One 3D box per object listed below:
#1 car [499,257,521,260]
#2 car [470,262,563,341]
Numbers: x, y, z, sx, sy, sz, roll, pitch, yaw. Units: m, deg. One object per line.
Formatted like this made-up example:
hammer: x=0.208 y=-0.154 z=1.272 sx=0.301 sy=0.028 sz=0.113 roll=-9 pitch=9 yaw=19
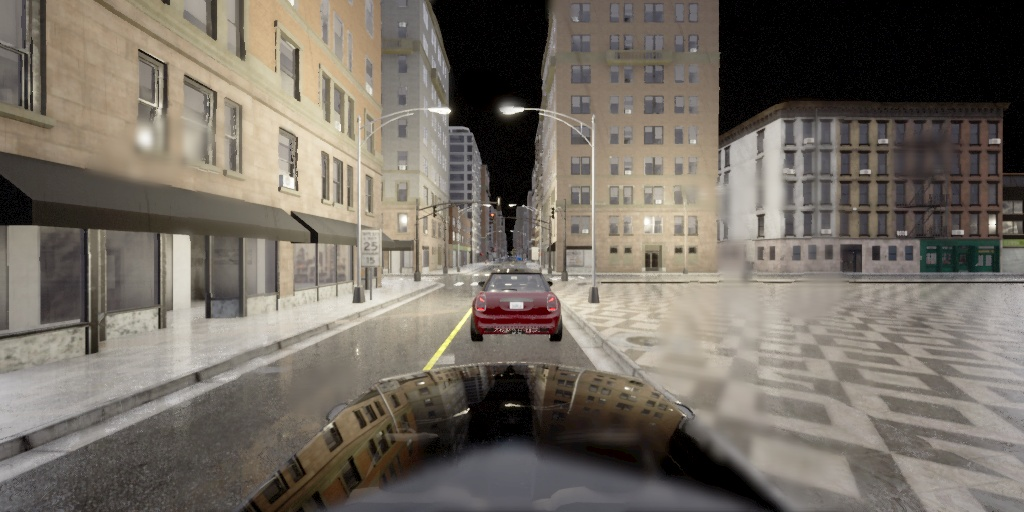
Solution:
car: x=0.050 y=1.101 z=19.793 sx=2.097 sy=1.767 sz=4.553 roll=0 pitch=0 yaw=-1
car: x=0.102 y=1.102 z=9.977 sx=2.097 sy=1.767 sz=4.553 roll=0 pitch=0 yaw=0
